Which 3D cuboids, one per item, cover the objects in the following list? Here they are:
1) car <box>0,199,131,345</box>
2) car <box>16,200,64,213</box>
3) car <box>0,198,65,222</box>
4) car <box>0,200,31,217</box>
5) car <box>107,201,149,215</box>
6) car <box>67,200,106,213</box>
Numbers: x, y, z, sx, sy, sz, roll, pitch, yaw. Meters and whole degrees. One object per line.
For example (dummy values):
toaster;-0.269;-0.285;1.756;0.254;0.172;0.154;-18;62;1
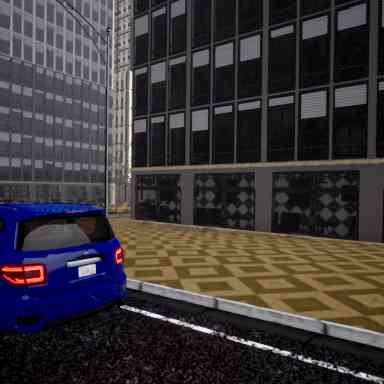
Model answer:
car;-3.701;1.218;6.322;5.566;2.045;2.150;0;0;35
car;-17.647;1.643;38.903;1.752;1.417;4.829;1;0;36
car;-14.149;1.519;29.528;2.192;1.841;5.009;1;0;36
car;-18.847;1.616;32.904;1.837;1.490;4.892;1;0;36
car;-7.351;1.830;38.740;1.752;1.417;4.829;1;0;36
car;-12.936;1.762;40.924;1.994;1.385;4.181;1;0;36
